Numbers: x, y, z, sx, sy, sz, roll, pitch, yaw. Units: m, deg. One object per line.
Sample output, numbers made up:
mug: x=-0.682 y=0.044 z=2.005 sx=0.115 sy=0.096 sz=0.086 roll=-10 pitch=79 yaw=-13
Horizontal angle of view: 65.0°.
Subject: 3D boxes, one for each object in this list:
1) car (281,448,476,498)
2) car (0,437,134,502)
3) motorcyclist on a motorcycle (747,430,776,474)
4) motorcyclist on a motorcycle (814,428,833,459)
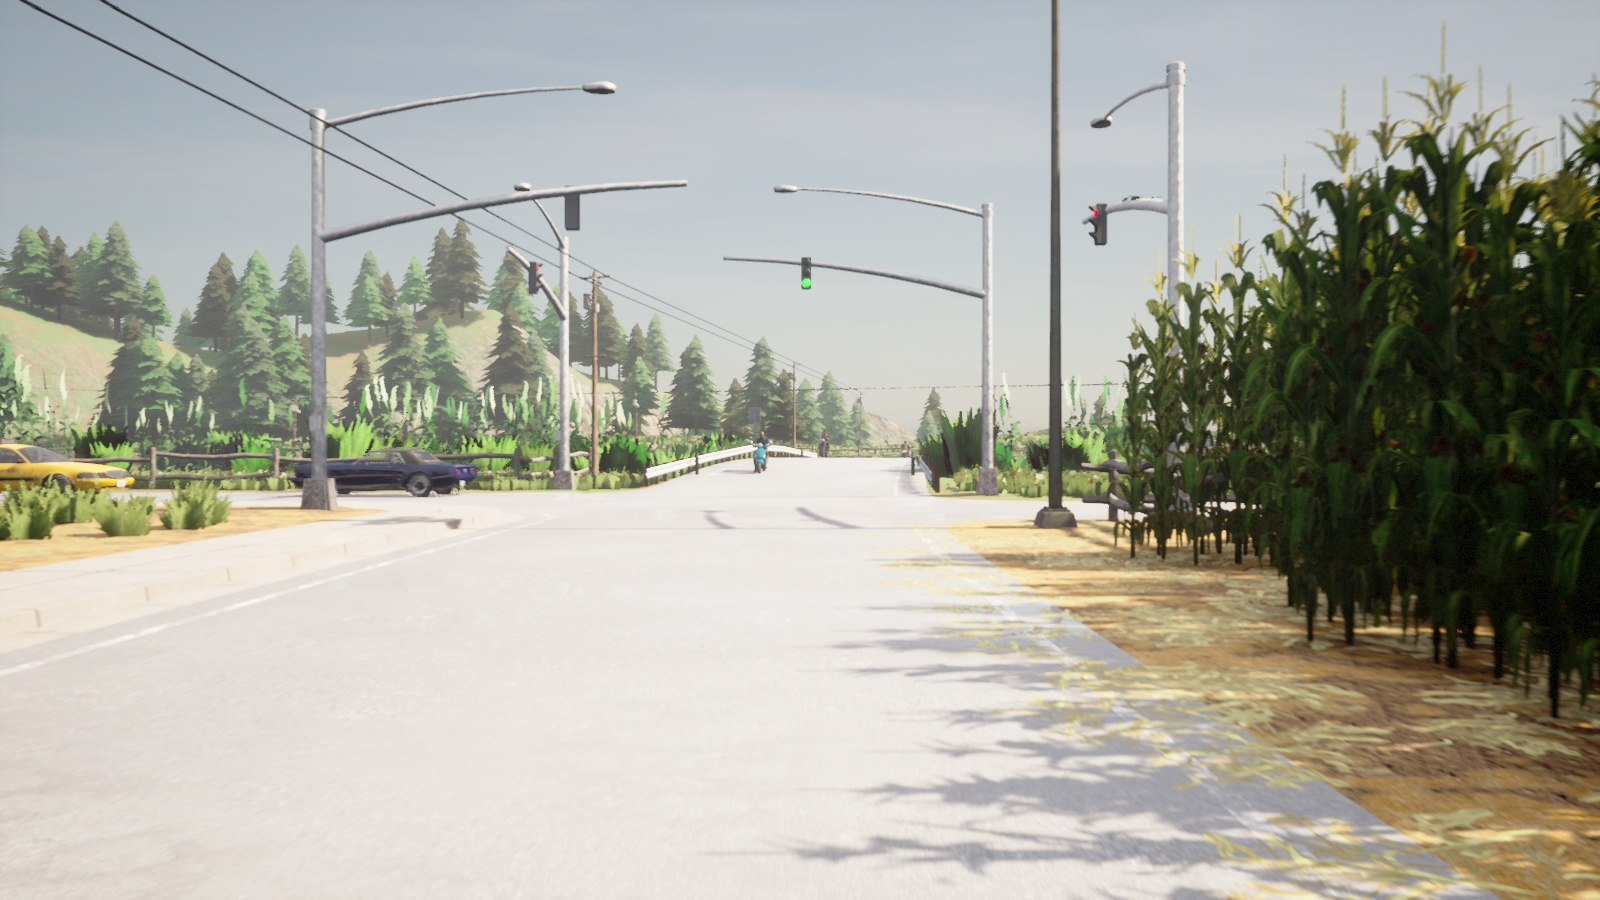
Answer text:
car: x=-11.518 y=0.608 z=34.523 sx=4.718 sy=1.301 sz=1.895 roll=0 pitch=0 yaw=5
car: x=-19.801 y=0.457 z=31.438 sx=5.366 sy=1.575 sz=1.801 roll=0 pitch=0 yaw=3
motorcyclist on a motorcycle: x=-1.454 y=0.071 z=47.942 sx=0.866 sy=1.590 sz=1.817 roll=0 pitch=3 yaw=6
motorcyclist on a motorcycle: x=1.309 y=-0.342 z=68.985 sx=0.766 sy=1.649 sz=2.350 roll=0 pitch=-1 yaw=8
